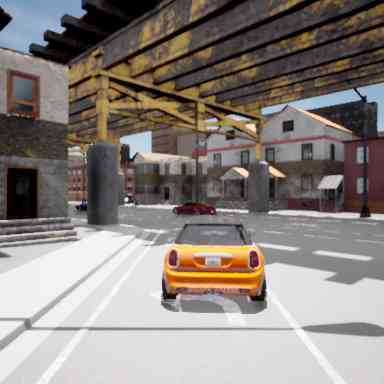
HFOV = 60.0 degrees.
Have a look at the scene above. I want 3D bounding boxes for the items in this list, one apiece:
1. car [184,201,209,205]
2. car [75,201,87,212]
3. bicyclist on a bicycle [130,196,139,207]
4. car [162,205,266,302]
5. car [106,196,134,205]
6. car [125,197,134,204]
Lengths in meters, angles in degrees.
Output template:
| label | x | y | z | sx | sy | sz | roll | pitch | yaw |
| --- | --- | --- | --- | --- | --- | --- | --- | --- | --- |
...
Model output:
| label | x | y | z | sx | sy | sz | roll | pitch | yaw |
| --- | --- | --- | --- | --- | --- | --- | --- | --- | --- |
| car | 0.189 | 1.599 | 31.090 | 1.812 | 1.442 | 4.674 | 0 | 0 | -45 |
| car | -11.166 | 1.689 | 37.292 | 1.895 | 1.301 | 4.718 | 0 | 0 | -45 |
| bicyclist on a bicycle | -8.632 | 1.422 | 50.316 | 1.656 | 1.620 | 0.582 | 0 | 0 | -45 |
| car | 0.573 | 1.372 | 8.543 | 2.097 | 1.767 | 4.553 | 0 | 0 | 4 |
| car | -13.474 | 1.600 | 62.072 | 4.974 | 1.542 | 2.038 | 0 | 0 | -15 |
| car | -13.424 | 1.442 | 62.086 | 4.536 | 1.218 | 1.853 | 0 | 0 | -15 |
